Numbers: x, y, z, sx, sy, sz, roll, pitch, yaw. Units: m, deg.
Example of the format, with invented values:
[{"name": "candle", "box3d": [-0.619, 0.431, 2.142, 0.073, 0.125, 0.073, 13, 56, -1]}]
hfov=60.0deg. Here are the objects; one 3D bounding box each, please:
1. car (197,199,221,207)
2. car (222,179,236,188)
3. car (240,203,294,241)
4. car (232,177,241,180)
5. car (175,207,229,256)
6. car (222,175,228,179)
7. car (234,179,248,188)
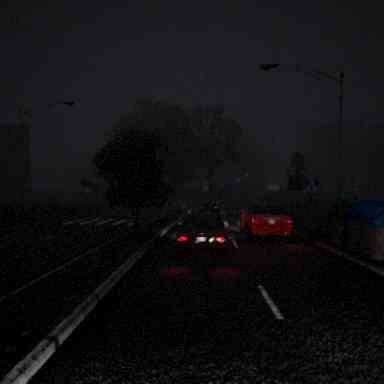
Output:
[{"name": "car", "box3d": [1.520, 1.424, 29.976, 1.837, 1.490, 4.892, 0, 1, 4]}, {"name": "car", "box3d": [8.434, -1.728, 77.072, 1.994, 1.385, 4.181, 0, 5, 1]}, {"name": "car", "box3d": [3.640, 1.332, 16.854, 2.097, 1.767, 4.553, 0, 0, 3]}, {"name": "car", "box3d": [12.004, -3.125, 88.624, 2.150, 2.045, 5.566, 1, 5, 7]}, {"name": "car", "box3d": [0.414, 1.519, 12.897, 2.033, 1.411, 5.357, 0, 0, 3]}, {"name": "car", "box3d": [9.288, -3.000, 90.913, 2.033, 1.411, 5.357, 1, 5, 10]}, {"name": "car", "box3d": [11.455, -1.556, 75.569, 1.895, 1.301, 4.718, 0, 5, 1]}]
